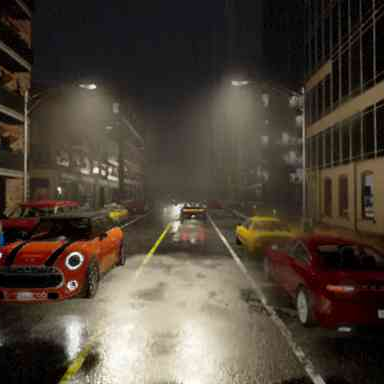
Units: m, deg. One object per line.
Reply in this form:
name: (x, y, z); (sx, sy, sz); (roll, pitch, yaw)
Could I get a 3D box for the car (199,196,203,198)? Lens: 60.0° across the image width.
car: (0.090, 1.566, 42.148); (1.895, 1.301, 4.718); (0, 0, 0)

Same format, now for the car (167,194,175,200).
car: (-5.687, 1.393, 92.388); (1.967, 1.590, 4.097); (1, 0, 0)

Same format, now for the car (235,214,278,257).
car: (2.671, 1.513, 12.669); (1.752, 1.417, 4.829); (1, 0, 0)

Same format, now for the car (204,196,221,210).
car: (2.665, 1.548, 40.988); (1.802, 1.307, 4.206); (1, 0, 0)

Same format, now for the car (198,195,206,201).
car: (2.659, 1.495, 86.572); (1.887, 1.381, 4.507); (1, 0, 0)

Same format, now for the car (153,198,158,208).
car: (-5.681, 1.488, 46.639); (1.752, 1.417, 4.829); (1, 0, 0)

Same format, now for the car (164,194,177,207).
car: (-3.090, 1.466, 49.442); (1.837, 1.490, 4.892); (0, 0, 0)

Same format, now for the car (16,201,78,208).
car: (-5.671, 1.304, 12.622); (2.192, 1.841, 5.009); (1, 0, 0)

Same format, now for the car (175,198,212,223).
car: (0.096, 1.468, 25.085); (2.128, 1.511, 4.902); (0, 0, 0)

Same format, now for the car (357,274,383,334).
car: (2.673, 1.550, 1.104); (2.008, 1.369, 4.403); (1, 0, 0)

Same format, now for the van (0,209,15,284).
van: (-5.671, 1.335, 6.925); (1.690, 1.788, 3.998); (1, 0, 0)

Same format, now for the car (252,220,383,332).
car: (2.672, 1.538, 6.801); (1.887, 1.381, 4.507); (1, 0, 0)

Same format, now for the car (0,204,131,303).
car: (-3.101, 1.344, 8.427); (2.097, 1.767, 4.553); (0, 0, 0)

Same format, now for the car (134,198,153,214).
car: (-5.680, 1.515, 35.413); (1.887, 1.381, 4.507); (1, 0, 0)

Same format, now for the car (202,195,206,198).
car: (2.666, 1.507, 46.686); (1.887, 1.381, 4.507); (1, 0, 0)

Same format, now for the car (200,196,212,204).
car: (2.663, 1.504, 63.780); (2.008, 1.369, 4.403); (1, 0, 0)

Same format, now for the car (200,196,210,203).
car: (2.662, 1.496, 69.478); (1.887, 1.381, 4.507); (1, 0, 0)

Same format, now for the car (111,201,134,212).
car: (-5.677, 1.504, 23.848); (1.752, 1.417, 4.829); (1, 0, 0)
